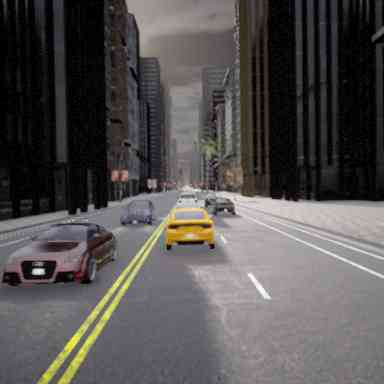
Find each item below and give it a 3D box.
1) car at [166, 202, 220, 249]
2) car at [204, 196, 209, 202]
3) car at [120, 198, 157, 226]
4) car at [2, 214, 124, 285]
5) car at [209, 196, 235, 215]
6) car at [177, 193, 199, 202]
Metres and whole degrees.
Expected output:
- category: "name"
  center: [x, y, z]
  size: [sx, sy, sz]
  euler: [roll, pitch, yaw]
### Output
- category: "car"
  center: [-0.093, 1.422, 14.450]
  size: [1.882, 1.535, 5.008]
  euler: [-1, 0, -1]
- category: "car"
  center: [2.640, 1.243, 44.968]
  size: [1.837, 1.490, 4.892]
  euler: [-1, 1, 0]
- category: "car"
  center: [-3.660, 1.325, 23.383]
  size: [2.097, 1.767, 4.553]
  euler: [-1, 0, -1]
- category: "car"
  center: [-3.453, 1.590, 9.480]
  size: [1.994, 1.385, 4.181]
  euler: [-1, 0, 0]
- category: "car"
  center: [2.863, 1.320, 30.936]
  size: [1.837, 1.490, 4.892]
  euler: [-1, 0, 0]
- category: "car"
  center: [-0.431, 1.070, 36.409]
  size: [2.150, 2.045, 5.566]
  euler: [-1, 1, -1]
